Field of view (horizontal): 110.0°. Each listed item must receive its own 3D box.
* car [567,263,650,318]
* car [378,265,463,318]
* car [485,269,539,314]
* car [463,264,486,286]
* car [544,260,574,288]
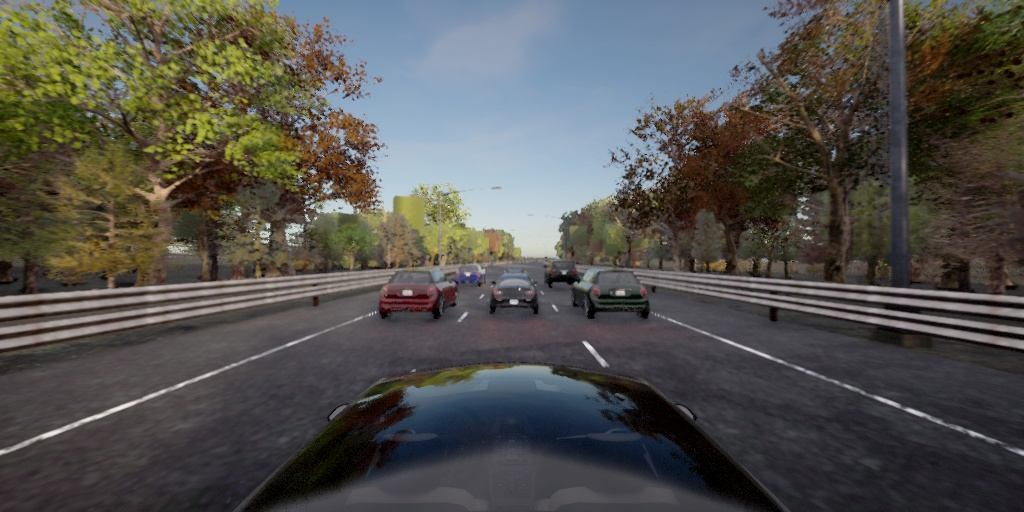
[{"bbox_3d":[3.593,1.260,13.899,2.097,1.767,4.553,0,-1,1],"label":"car"},{"bbox_3d":[-3.408,1.259,13.926,2.097,1.767,4.553,0,-1,1],"label":"car"},{"bbox_3d":[0.103,1.444,14.690,1.812,1.442,4.674,0,0,1],"label":"car"},{"bbox_3d":[-3.259,1.453,28.911,2.097,1.767,4.553,0,-1,1],"label":"car"},{"bbox_3d":[3.715,1.312,27.770,2.150,2.045,5.566,0,0,1],"label":"car"}]
